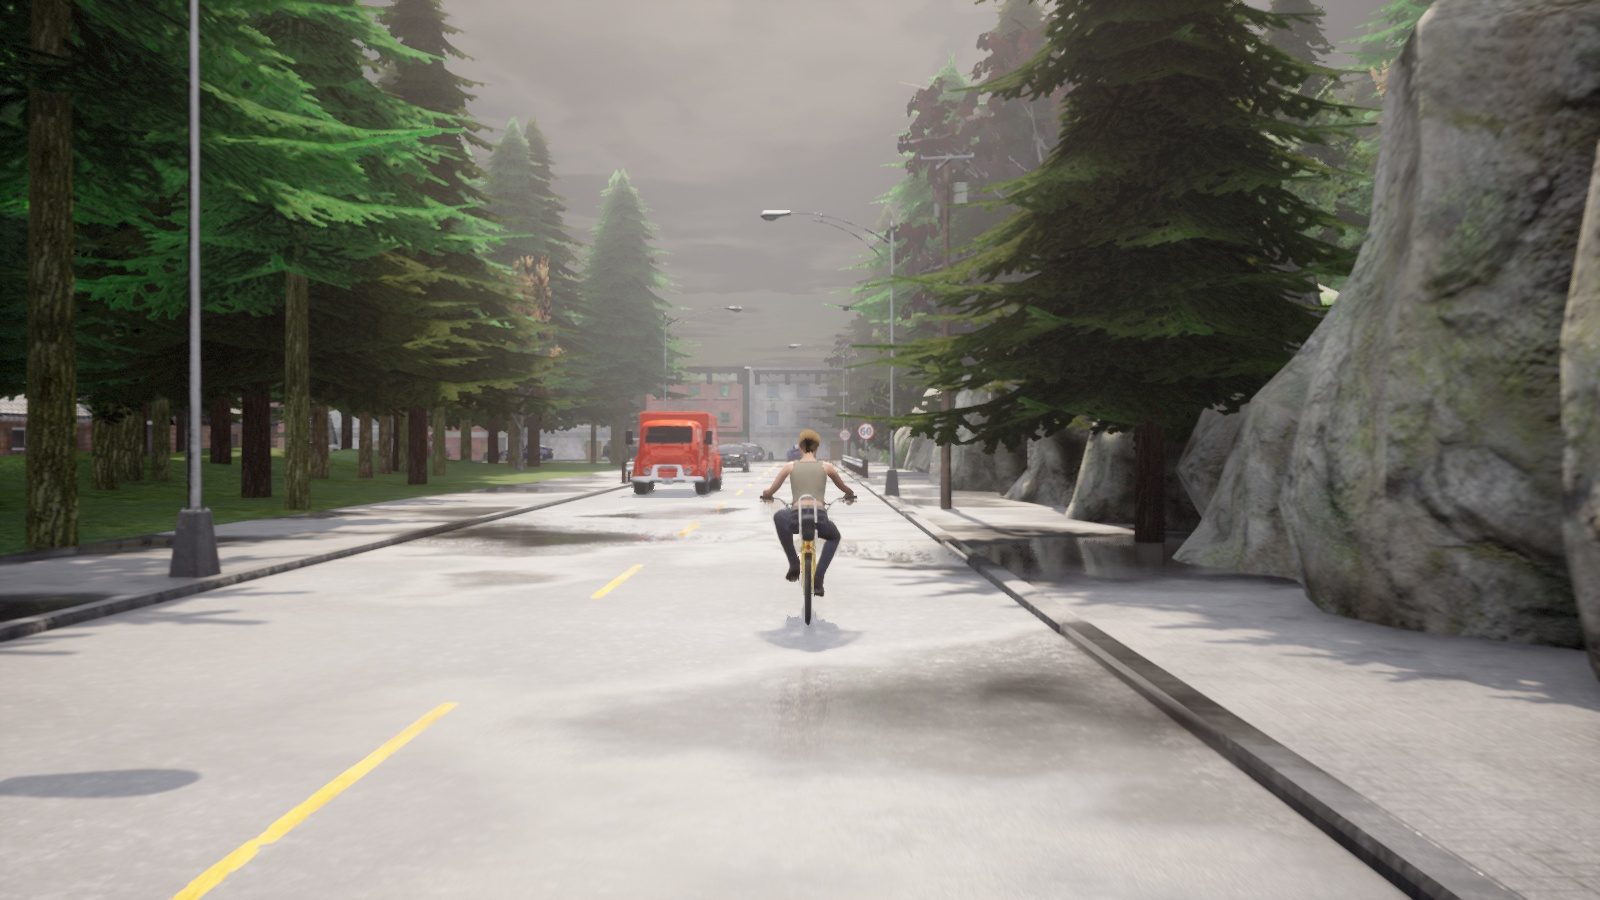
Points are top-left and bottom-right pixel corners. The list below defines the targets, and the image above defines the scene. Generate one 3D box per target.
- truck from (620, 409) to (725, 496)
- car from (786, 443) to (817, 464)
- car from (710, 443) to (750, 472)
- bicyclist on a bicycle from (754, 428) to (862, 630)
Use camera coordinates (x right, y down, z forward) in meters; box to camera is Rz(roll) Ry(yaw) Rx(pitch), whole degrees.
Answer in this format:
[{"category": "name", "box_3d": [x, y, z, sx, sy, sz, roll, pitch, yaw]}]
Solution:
[{"category": "truck", "box_3d": [-3.768, 0.062, 38.102, 2.627, 2.467, 5.204, 0, 0, 0]}, {"category": "car", "box_3d": [0.067, 0.228, 95.731, 1.882, 1.535, 5.008, 0, 0, -6]}, {"category": "car", "box_3d": [-3.679, 0.403, 66.736, 1.837, 1.490, 4.892, 0, 0, 0]}, {"category": "bicyclist on a bicycle", "box_3d": [0.072, 0.627, 10.765, 0.866, 1.612, 1.509, 0, 0, 1]}]
